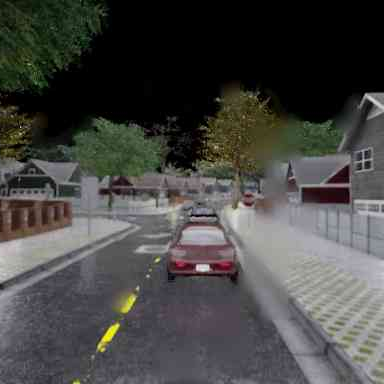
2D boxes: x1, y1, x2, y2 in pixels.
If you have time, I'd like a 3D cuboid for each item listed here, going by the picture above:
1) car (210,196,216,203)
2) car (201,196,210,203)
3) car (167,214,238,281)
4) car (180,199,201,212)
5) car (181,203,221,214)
[{"bbox_3d":[4.044,1.663,73.477,2.097,1.767,4.553,0,0,10],"label":"car"},{"bbox_3d":[1.467,1.879,57.929,2.033,1.411,5.357,0,0,8],"label":"car"},{"bbox_3d":[0.311,1.612,9.995,1.812,1.442,4.674,0,-1,2],"label":"car"},{"bbox_3d":[-0.360,1.819,43.433,1.837,1.490,4.892,0,0,6],"label":"car"},{"bbox_3d":[0.722,1.668,20.574,2.128,1.511,4.902,0,-1,3],"label":"car"}]
